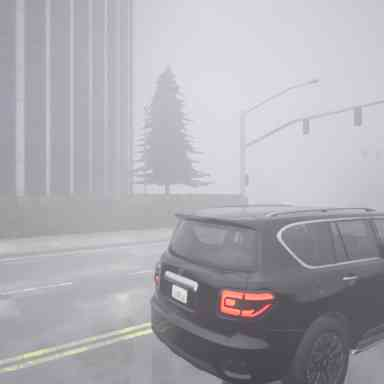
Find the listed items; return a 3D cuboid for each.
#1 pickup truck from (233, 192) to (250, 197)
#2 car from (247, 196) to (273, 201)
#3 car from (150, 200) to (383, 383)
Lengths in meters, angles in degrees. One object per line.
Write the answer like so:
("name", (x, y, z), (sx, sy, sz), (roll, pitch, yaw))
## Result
("pickup truck", (10.283, 1.059, 68.812), (2.390, 2.098, 6.274), (0, 0, -5))
("car", (9.344, 1.564, 41.924), (1.994, 1.385, 4.181), (0, 0, -36))
("car", (2.067, 1.221, 5.213), (5.566, 2.045, 2.150), (0, 0, -35))
